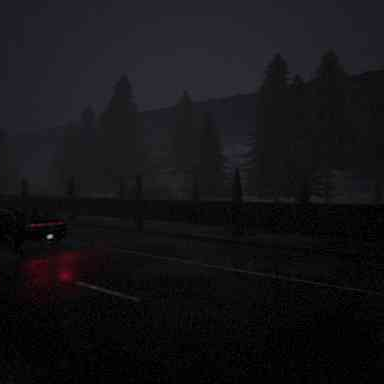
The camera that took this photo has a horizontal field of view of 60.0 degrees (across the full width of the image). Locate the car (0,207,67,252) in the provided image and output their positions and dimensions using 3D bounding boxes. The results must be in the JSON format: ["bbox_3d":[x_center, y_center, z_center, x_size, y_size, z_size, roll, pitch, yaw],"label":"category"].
[{"bbox_3d":[-6.991,1.333,13.250,4.902,1.511,2.128,1,1,36],"label":"car"}]
